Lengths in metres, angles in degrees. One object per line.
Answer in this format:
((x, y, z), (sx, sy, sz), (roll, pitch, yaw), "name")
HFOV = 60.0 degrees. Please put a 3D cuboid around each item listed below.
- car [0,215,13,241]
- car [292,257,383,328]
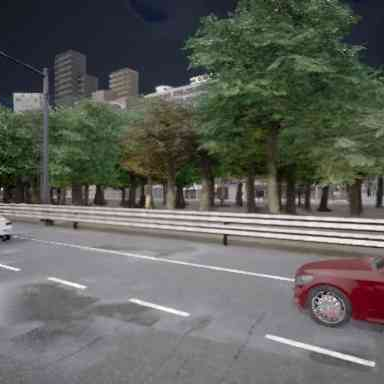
((-10.031, 1.529, 15.338), (4.674, 1.442, 1.812), (0, 0, 36), "car")
((4.018, 1.528, 5.304), (4.674, 1.442, 1.812), (0, 0, 35), "car")
